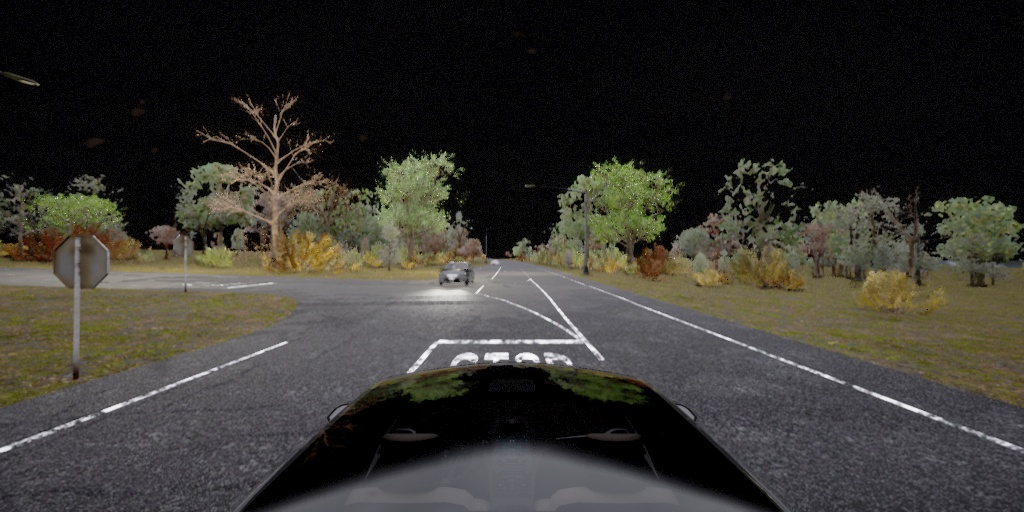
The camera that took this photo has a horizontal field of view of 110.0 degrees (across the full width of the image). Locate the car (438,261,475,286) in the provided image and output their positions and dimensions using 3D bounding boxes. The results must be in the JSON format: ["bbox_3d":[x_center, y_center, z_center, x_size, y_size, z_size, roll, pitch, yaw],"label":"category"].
[{"bbox_3d":[-3.534,1.104,23.541,2.128,1.511,4.902,1,-1,0],"label":"car"}]
